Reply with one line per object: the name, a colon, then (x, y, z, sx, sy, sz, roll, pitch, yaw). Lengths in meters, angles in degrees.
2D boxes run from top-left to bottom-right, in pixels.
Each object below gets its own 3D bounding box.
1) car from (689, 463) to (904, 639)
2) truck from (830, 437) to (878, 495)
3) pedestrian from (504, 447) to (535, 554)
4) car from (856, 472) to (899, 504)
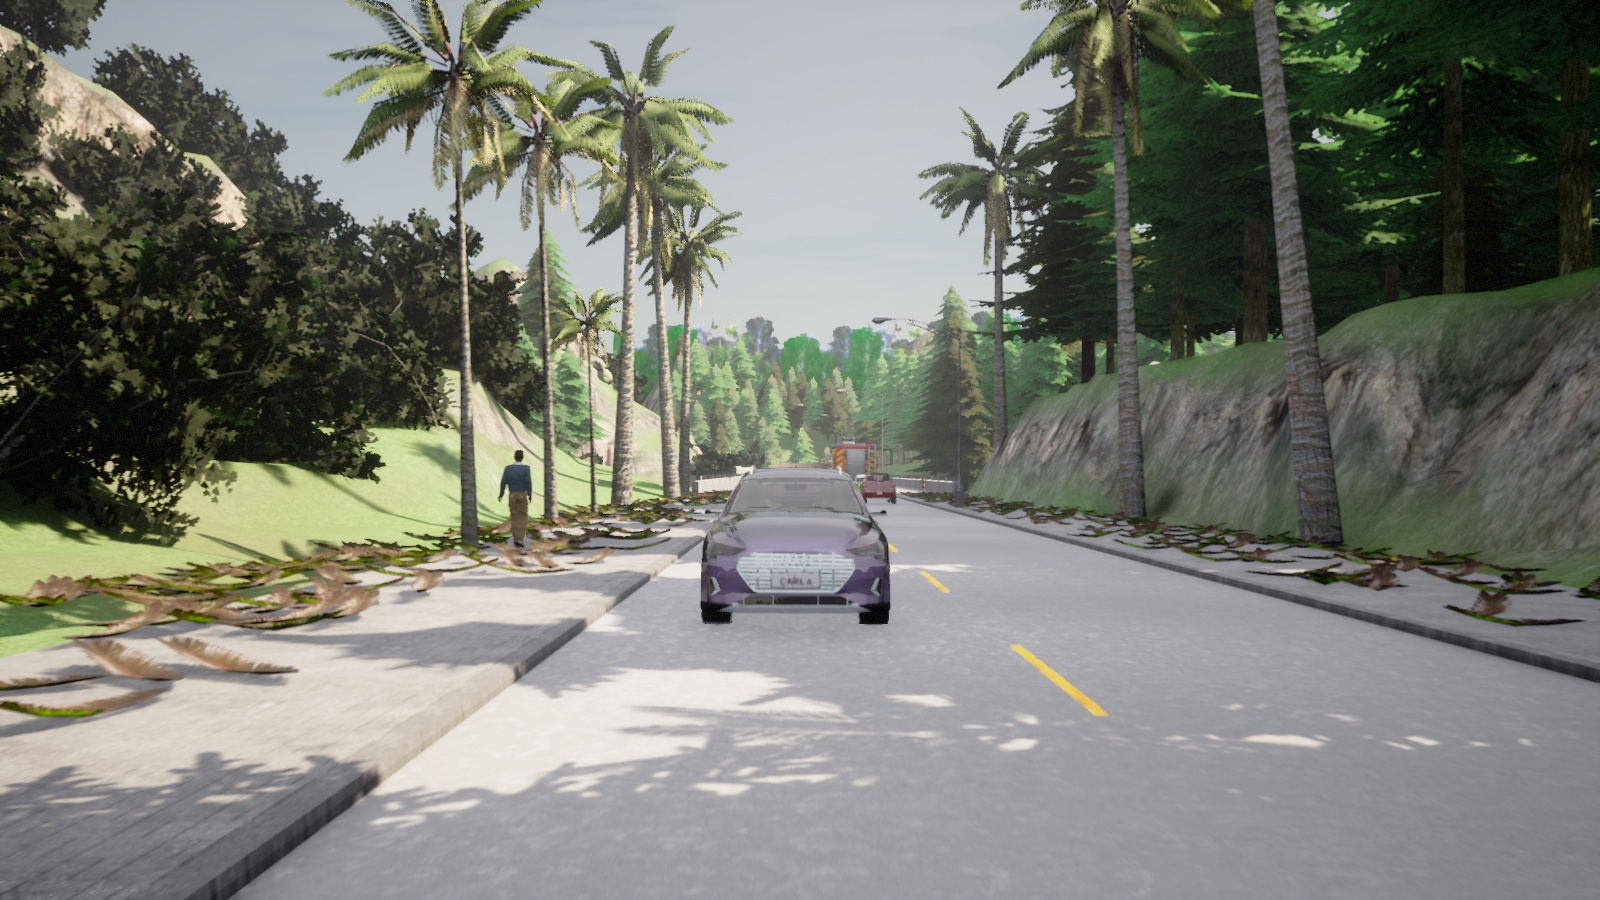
car: (-0.041, 0.983, 14.312, 2.033, 1.649, 4.856, 0, -1, 0)
truck: (3.659, 1.097, 87.285, 2.891, 3.827, 8.468, 0, -1, 0)
pedestrian: (-5.220, 0.927, 23.374, 0.423, 1.949, 0.788, 0, -1, -1)
car: (3.769, 1.842, 61.493, 1.845, 1.501, 3.633, 0, -1, 0)
